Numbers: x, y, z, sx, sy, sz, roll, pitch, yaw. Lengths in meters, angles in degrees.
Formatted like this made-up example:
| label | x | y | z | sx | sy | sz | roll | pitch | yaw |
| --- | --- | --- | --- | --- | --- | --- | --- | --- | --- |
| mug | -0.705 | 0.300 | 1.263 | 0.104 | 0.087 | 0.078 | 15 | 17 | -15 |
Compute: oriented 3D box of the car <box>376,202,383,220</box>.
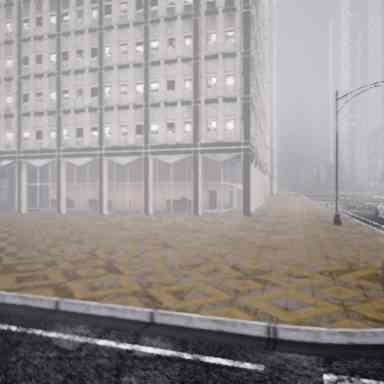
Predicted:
| label | x | y | z | sx | sy | sz | roll | pitch | yaw |
| --- | --- | --- | --- | --- | --- | --- | --- | --- | --- |
| car | 13.106 | 1.191 | 21.050 | 1.812 | 1.442 | 4.674 | 0 | 1 | 15 |
